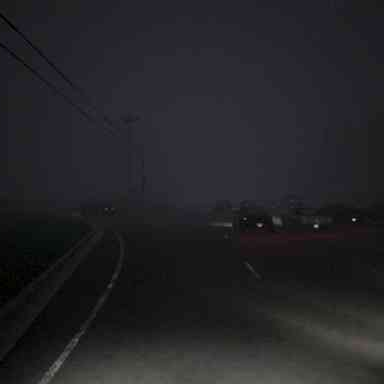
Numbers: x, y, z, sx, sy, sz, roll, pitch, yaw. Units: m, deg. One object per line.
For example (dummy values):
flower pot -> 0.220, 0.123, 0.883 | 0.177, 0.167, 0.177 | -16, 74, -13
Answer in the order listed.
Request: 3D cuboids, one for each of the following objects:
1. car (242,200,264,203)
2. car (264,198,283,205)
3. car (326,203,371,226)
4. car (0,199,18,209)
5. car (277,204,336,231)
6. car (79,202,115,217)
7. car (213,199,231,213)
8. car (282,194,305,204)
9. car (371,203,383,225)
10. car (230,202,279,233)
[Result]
car -> 7.102, 1.650, 41.608 | 2.033, 1.411, 5.357 | 0, 0, 0
car -> 10.600, 1.713, 45.659 | 1.895, 1.301, 4.718 | 0, 0, 0
car -> 10.600, 1.563, 24.192 | 1.837, 1.490, 4.892 | 0, 0, 0
car -> -26.661, 1.652, 47.082 | 4.674, 1.442, 1.812 | 0, 0, 28
car -> 7.100, 1.652, 21.220 | 1.895, 1.301, 4.718 | 0, 0, 0
car -> -9.314, 1.632, 32.385 | 2.033, 1.411, 5.357 | 0, 0, -37
car -> 3.601, 1.576, 39.410 | 1.882, 1.535, 5.008 | 0, 0, 0
car -> 14.099, 1.336, 47.026 | 2.150, 2.045, 5.566 | 0, 0, 0
car -> 14.099, 1.549, 24.483 | 2.128, 1.511, 4.902 | 0, 0, 0
car -> 3.601, 1.574, 19.996 | 1.812, 1.442, 4.674 | 0, 0, 0
